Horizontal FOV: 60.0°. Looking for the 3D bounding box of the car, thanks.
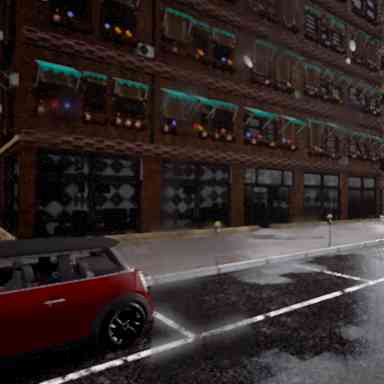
[{"bbox_3d":[-2.684,1.442,4.654,4.097,1.590,1.967,0,1,-35],"label":"car"}]
